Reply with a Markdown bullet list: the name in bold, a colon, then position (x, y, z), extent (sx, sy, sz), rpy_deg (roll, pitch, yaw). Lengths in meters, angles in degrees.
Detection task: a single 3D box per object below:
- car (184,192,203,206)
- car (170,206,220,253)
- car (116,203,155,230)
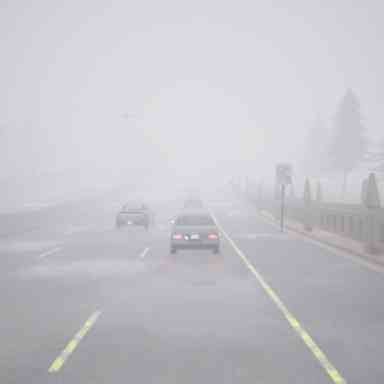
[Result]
- **car**: position (0.096, 0.760, 35.572), extent (1.812, 1.442, 4.674), rpy_deg (0, 5, 0)
- **car**: position (0.102, 1.529, 13.570), extent (2.033, 1.411, 5.357), rpy_deg (0, 0, 0)
- **car**: position (-3.397, 1.436, 20.588), extent (2.128, 1.511, 4.902), rpy_deg (0, 1, 0)
